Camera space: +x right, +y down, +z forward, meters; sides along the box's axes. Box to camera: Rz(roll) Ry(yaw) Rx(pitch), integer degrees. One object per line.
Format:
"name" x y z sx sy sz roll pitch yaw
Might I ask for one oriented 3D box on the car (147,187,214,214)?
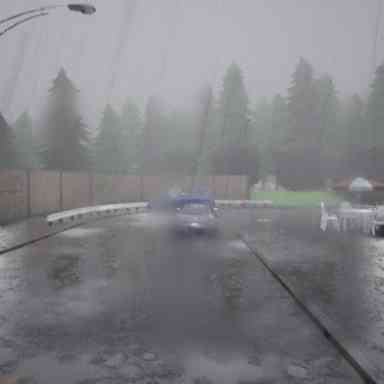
"car" -0.720 0.616 25.467 5.566 2.045 2.150 -1 1 -40

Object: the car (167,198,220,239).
"car" 0.228 1.204 15.044 1.994 1.385 4.181 0 1 3
